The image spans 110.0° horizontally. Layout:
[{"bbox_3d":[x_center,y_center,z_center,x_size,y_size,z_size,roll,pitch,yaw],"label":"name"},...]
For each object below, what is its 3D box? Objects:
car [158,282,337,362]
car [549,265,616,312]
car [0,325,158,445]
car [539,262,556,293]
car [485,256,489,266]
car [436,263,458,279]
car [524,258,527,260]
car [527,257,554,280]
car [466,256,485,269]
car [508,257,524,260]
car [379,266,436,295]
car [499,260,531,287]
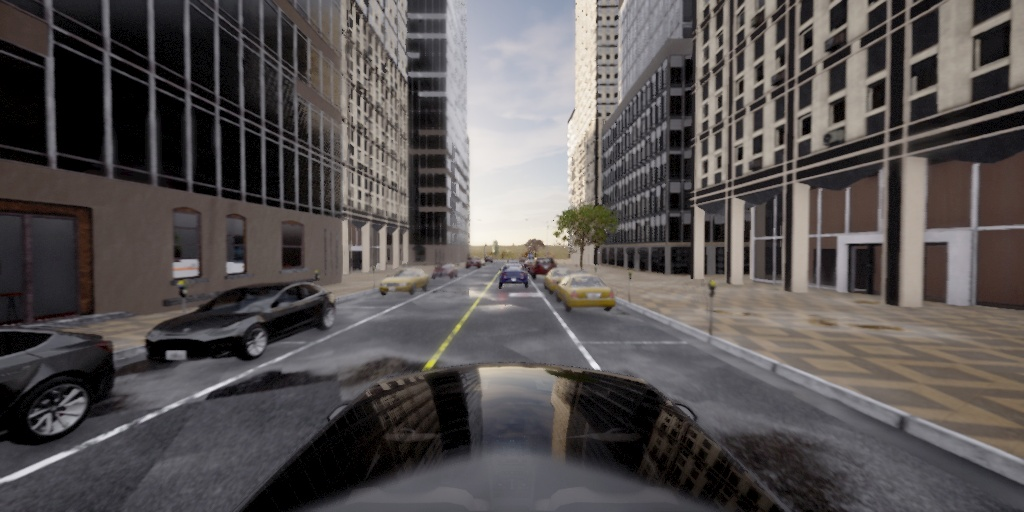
[{"bbox_3d":[-5.691,1.304,8.263,1.948,1.339,4.313,0,0,0],"label":"car"},{"bbox_3d":[2.691,1.251,14.052,1.751,1.417,4.829,0,0,0],"label":"car"},{"bbox_3d":[-5.691,1.315,2.588,1.948,1.339,4.313,0,0,0],"label":"car"},{"bbox_3d":[2.691,1.239,19.726,1.751,1.417,4.829,0,0,0],"label":"car"},{"bbox_3d":[-5.688,1.108,64.838,1.751,1.417,4.829,0,0,0],"label":"car"},{"bbox_3d":[-5.690,1.270,30.960,1.802,1.307,4.207,0,0,0],"label":"car"},{"bbox_3d":[2.692,1.202,42.259,1.888,1.381,4.507,0,0,0],"label":"car"},{"bbox_3d":[2.691,1.002,30.907,2.192,1.841,5.009,0,0,0],"label":"car"},{"bbox_3d":[-5.689,0.936,53.659,2.192,1.841,5.009,0,0,0],"label":"car"},{"bbox_3d":[0.102,1.138,45.717,2.128,1.511,4.902,0,0,0],"label":"car"},{"bbox_3d":[-5.690,1.240,19.441,1.751,1.417,4.829,0,0,0],"label":"car"},{"bbox_3d":[0.100,1.230,23.683,1.812,1.442,4.674,0,0,0],"label":"car"}]
